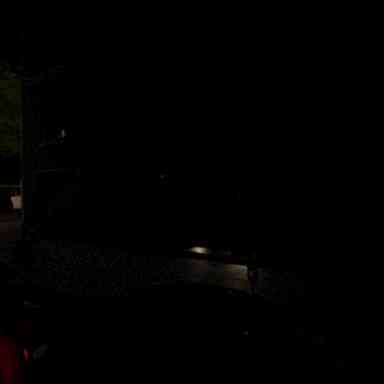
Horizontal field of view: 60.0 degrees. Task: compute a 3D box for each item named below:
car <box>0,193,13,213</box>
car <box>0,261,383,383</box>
[{"bbox_3d":[-20.728,1.143,32.878,2.150,2.045,5.566,0,0,35],"label":"car"},{"bbox_3d":[-0.233,1.546,2.975,4.507,1.381,1.887,0,0,35],"label":"car"}]
